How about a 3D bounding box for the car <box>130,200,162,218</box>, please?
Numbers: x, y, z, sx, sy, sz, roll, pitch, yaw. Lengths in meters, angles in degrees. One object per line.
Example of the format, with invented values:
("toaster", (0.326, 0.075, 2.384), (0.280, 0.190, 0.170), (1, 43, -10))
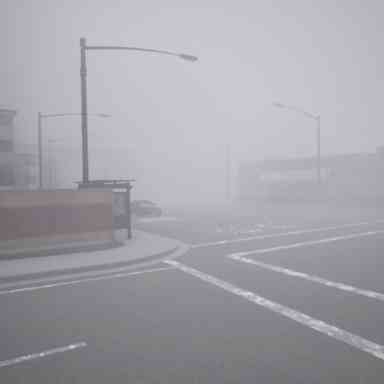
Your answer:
("car", (-4.321, 1.449, 29.582), (1.812, 1.442, 4.674), (-2, 1, -31))
